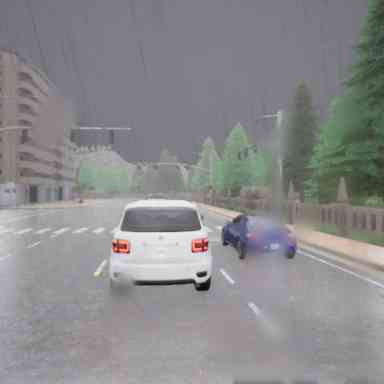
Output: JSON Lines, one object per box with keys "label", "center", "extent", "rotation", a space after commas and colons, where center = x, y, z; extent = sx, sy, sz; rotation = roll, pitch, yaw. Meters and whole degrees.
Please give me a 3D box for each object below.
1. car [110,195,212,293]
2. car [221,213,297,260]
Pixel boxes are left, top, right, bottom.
{"label": "car", "center": [-0.809, 1.219, 9.042], "extent": [2.150, 2.045, 5.566], "rotation": [0, 0, -5]}
{"label": "car", "center": [2.333, 1.523, 12.404], "extent": [1.812, 1.442, 4.674], "rotation": [0, 0, -6]}
